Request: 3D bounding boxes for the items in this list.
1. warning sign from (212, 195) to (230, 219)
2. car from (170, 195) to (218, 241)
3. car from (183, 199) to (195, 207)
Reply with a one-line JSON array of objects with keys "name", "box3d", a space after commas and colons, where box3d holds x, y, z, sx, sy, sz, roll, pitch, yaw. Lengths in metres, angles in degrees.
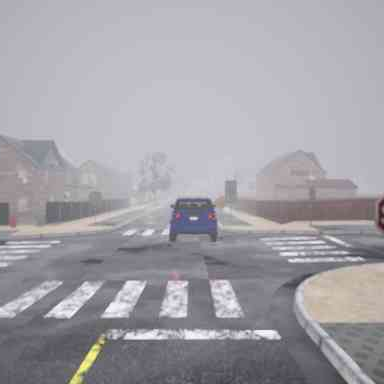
[{"name": "warning sign", "box3d": [2.400, 1.182, 27.360, 1.300, 1.860, 1.060, 2, 2, -1]}, {"name": "car", "box3d": [0.067, 1.247, 16.902, 2.150, 2.045, 5.566, 0, 0, 0]}, {"name": "car", "box3d": [-0.524, 1.850, 56.874, 1.895, 1.301, 4.718, 0, -1, 0]}]
